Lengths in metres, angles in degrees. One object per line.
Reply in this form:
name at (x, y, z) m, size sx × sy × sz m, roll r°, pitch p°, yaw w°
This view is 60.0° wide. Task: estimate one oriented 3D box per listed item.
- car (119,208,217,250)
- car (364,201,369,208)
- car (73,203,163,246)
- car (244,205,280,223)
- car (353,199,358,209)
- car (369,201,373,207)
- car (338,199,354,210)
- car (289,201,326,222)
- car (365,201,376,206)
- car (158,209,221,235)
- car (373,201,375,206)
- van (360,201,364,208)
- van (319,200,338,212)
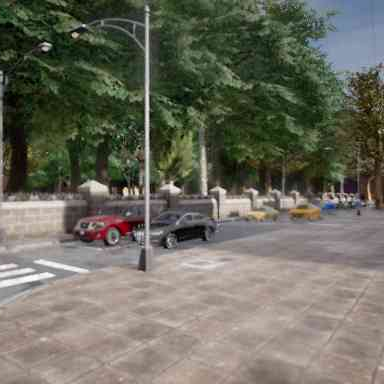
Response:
car at (-0.702, 1.650, 15.457) m, size 2.128 × 1.511 × 4.902 m, roll 0°, pitch 0°, yaw 36°
car at (34.891, 2.528, 69.204) m, size 1.752 × 1.417 × 4.829 m, roll -1°, pitch -1°, yaw 36°
car at (-3.237, 1.463, 16.296) m, size 2.192 × 1.841 × 5.009 m, roll -1°, pitch -1°, yaw 36°
car at (6.220, 1.866, 29.417) m, size 1.752 × 1.417 × 4.829 m, roll -1°, pitch -1°, yaw 36°
car at (28.619, 2.414, 60.499) m, size 1.947 × 1.339 × 4.313 m, roll -1°, pitch -1°, yaw 36°
car at (38.176, 2.650, 73.762) m, size 1.947 × 1.339 × 4.313 m, roll -1°, pitch -1°, yaw 36°
car at (25.434, 2.323, 56.079) m, size 2.008 × 1.369 × 4.403 m, roll -1°, pitch -1°, yaw 36°
car at (10.743, 1.873, 31.321) m, size 1.882 × 1.535 × 5.008 m, roll 0°, pitch -1°, yaw 36°
car at (44.158, 2.819, 82.111) m, size 1.802 × 1.307 × 4.206 m, roll -1°, pitch -1°, yaw 36°
car at (-0.052, 1.793, 20.712) m, size 1.802 × 1.307 × 4.206 m, roll -1°, pitch -1°, yaw 36°
car at (41.085, 2.709, 77.814) m, size 2.008 × 1.369 × 4.403 m, roll -1°, pitch -1°, yaw 36°
van at (31.805, 2.267, 64.925) m, size 1.690 × 1.788 × 3.998 m, roll -1°, pitch -1°, yaw 36°
van at (19.062, 1.965, 47.242) m, size 1.690 × 1.788 × 3.998 m, roll -1°, pitch -1°, yaw 36°
